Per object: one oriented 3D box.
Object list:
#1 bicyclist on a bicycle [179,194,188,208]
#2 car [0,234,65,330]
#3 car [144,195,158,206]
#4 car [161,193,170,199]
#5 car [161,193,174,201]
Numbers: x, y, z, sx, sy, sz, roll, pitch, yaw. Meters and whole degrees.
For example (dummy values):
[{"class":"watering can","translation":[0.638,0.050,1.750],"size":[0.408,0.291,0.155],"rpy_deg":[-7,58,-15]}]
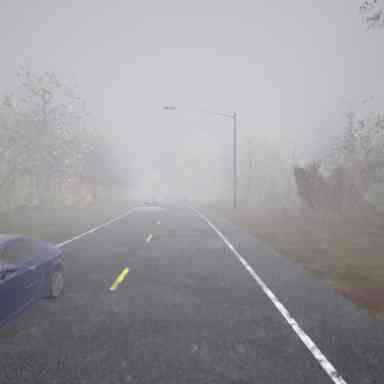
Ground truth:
[{"class":"bicyclist on a bicycle","translation":[-0.848,1.220,42.635],"size":[0.866,1.612,1.509],"rpy_deg":[0,0,-5]},{"class":"car","translation":[-3.666,1.506,5.588],"size":[1.812,1.442,4.674],"rpy_deg":[0,0,-1]},{"class":"car","translation":[-5.820,1.248,47.330],"size":[2.128,1.511,4.902],"rpy_deg":[0,1,-5]},{"class":"car","translation":[-6.551,0.999,82.268],"size":[1.837,1.490,4.892],"rpy_deg":[0,0,-9]},{"class":"car","translation":[-5.013,1.108,71.885],"size":[2.128,1.511,4.902],"rpy_deg":[0,0,-8]}]
